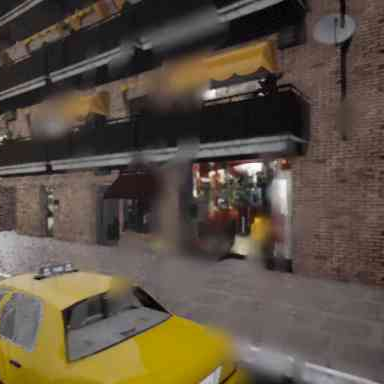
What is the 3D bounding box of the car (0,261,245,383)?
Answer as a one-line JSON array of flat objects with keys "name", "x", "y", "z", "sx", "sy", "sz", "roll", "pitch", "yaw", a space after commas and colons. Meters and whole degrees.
[{"name": "car", "x": -1.786, "y": 1.523, "z": 3.993, "sx": 4.829, "sy": 1.417, "sz": 1.752, "roll": 0, "pitch": -1, "yaw": 35}]
